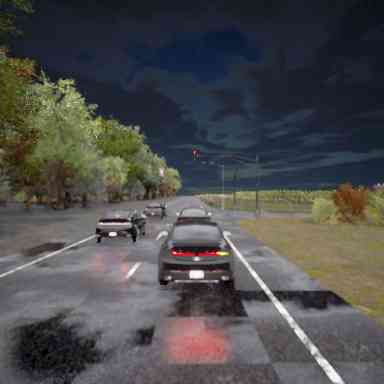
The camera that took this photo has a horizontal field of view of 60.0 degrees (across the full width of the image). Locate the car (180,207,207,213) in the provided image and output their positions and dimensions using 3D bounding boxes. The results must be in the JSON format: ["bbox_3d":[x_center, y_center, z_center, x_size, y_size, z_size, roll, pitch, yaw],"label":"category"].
[{"bbox_3d":[0.103,1.612,18.941,1.882,1.535,5.008,0,0,0],"label":"car"}]

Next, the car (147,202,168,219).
[{"bbox_3d":[-3.399,1.714,31.451,2.128,1.511,4.902,0,0,0],"label":"car"}]

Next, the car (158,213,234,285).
[{"bbox_3d":[0.100,1.572,9.638,1.837,1.490,4.892,0,-1,0],"label":"car"}]

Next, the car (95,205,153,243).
[{"bbox_3d":[-3.397,1.607,16.603,2.128,1.511,4.902,0,-1,0],"label":"car"}]
